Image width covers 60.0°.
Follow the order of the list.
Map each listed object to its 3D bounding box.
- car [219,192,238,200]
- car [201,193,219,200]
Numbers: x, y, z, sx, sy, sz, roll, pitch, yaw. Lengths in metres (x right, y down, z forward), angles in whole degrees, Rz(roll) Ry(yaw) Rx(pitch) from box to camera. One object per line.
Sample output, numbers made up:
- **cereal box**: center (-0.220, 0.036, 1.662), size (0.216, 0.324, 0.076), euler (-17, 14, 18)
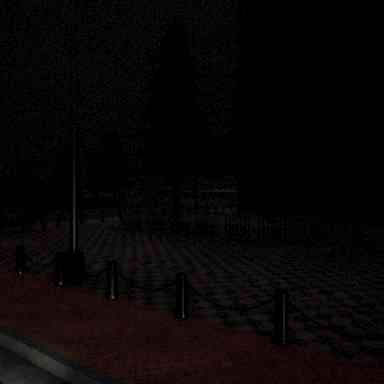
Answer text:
- **car**: center (9.553, 1.374, 84.733), size (3.633, 1.501, 1.845), euler (0, 0, 35)
- **car**: center (5.195, 1.384, 91.438), size (3.806, 1.475, 1.970), euler (0, 0, 35)
